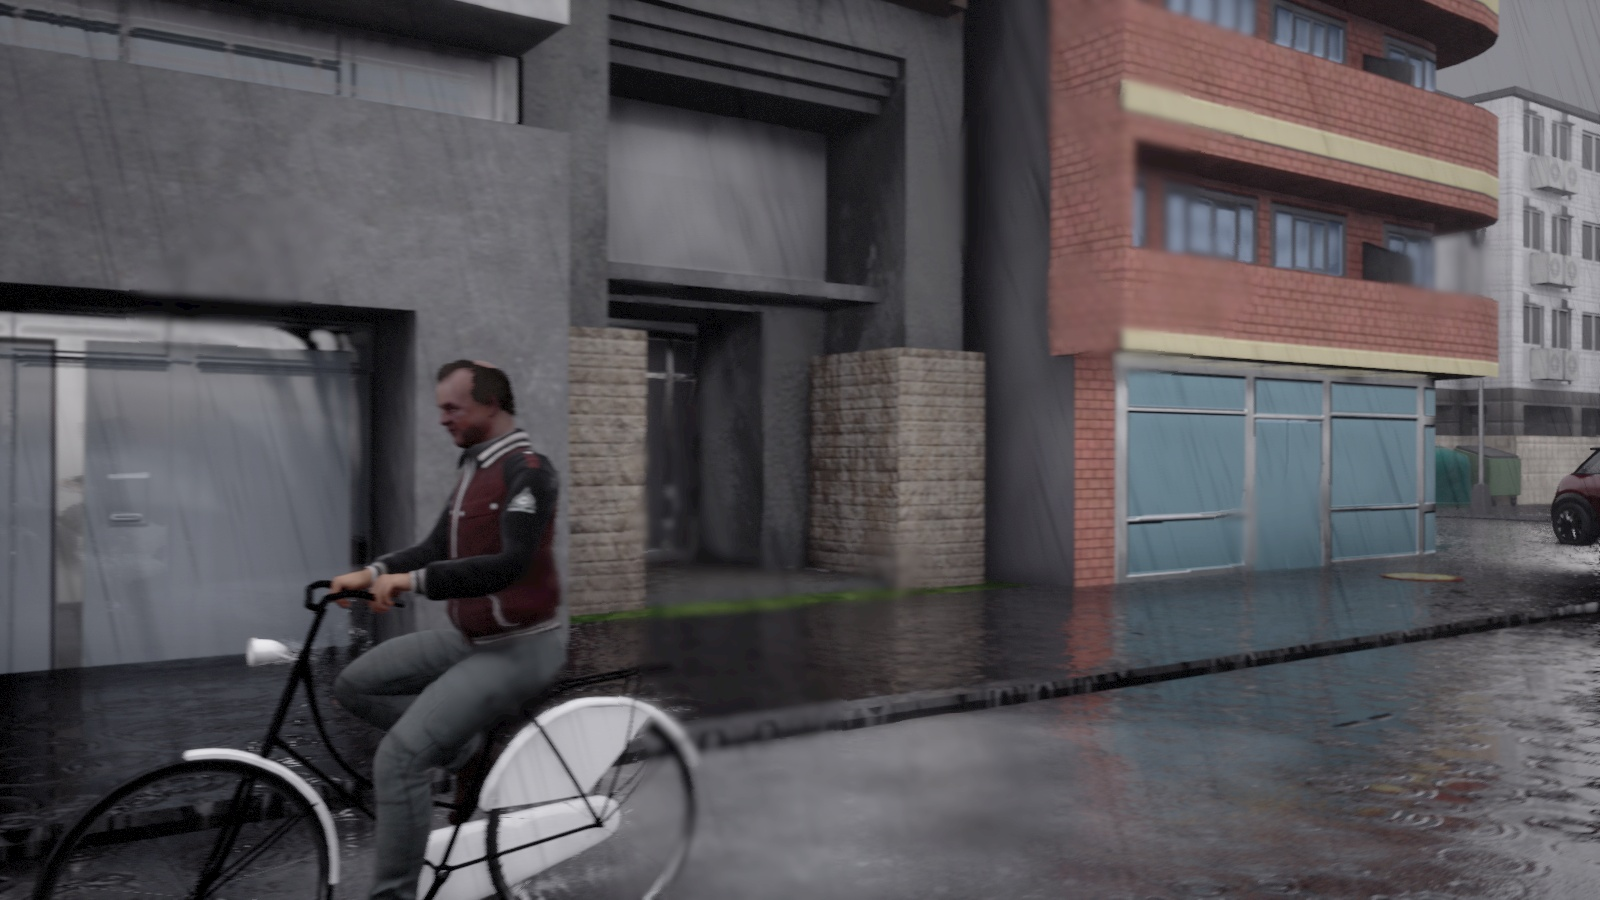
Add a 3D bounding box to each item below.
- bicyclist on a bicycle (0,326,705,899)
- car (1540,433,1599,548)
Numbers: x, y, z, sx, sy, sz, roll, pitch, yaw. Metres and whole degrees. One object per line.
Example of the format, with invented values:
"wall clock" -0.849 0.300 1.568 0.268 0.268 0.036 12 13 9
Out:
"bicyclist on a bicycle" -1.224 0.626 3.420 1.843 1.776 0.659 0 0 -35
"car" 13.617 0.621 18.611 2.097 1.767 4.553 0 0 -11
